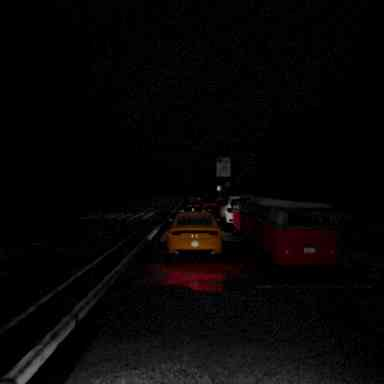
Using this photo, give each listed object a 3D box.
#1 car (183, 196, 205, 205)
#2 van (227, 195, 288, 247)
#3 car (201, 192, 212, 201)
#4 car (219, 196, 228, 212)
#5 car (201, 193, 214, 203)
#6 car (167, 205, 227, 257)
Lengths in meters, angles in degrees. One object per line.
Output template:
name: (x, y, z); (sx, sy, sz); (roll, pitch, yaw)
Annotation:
car: (0.109, 1.479, 34.455); (1.837, 1.490, 4.892); (0, 0, 0)
van: (3.056, 1.256, 16.366); (1.878, 1.987, 4.442); (0, 0, 0)
car: (2.946, 0.898, 68.636); (1.882, 1.535, 5.008); (0, 2, 0)
car: (3.056, 1.226, 21.824); (2.435, 2.045, 5.566); (0, 0, 0)
car: (2.944, 1.060, 60.719); (2.097, 1.767, 4.553); (0, 2, 0)
car: (0.097, 1.482, 12.961); (1.882, 1.535, 5.008); (0, 0, 0)
